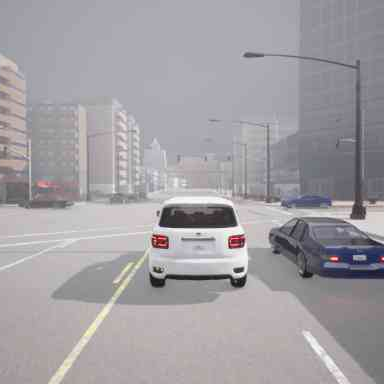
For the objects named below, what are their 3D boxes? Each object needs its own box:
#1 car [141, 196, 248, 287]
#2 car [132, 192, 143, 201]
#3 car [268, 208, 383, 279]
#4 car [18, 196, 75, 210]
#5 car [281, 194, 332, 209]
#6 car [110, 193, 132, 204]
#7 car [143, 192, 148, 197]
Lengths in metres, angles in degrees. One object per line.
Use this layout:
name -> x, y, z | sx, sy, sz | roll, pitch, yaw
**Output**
car -> 0.147, 1.128, 9.213 | 2.150, 2.045, 5.566 | 0, 1, 0
car -> -10.216, 0.867, 57.076 | 1.994, 1.385, 4.181 | 0, 0, 0
car -> 3.663, 1.441, 9.755 | 2.033, 1.411, 5.357 | 0, 1, 0
car -> -15.044, 1.080, 34.513 | 5.357, 1.411, 2.033 | 0, 1, 1
car -> 11.673, 0.944, 34.061 | 5.008, 1.535, 1.882 | 0, 1, -1
car -> -10.283, 0.877, 47.076 | 1.837, 1.490, 4.892 | 0, 1, 1
car -> -10.106, 0.736, 67.163 | 1.882, 1.535, 5.008 | 0, 0, 1
